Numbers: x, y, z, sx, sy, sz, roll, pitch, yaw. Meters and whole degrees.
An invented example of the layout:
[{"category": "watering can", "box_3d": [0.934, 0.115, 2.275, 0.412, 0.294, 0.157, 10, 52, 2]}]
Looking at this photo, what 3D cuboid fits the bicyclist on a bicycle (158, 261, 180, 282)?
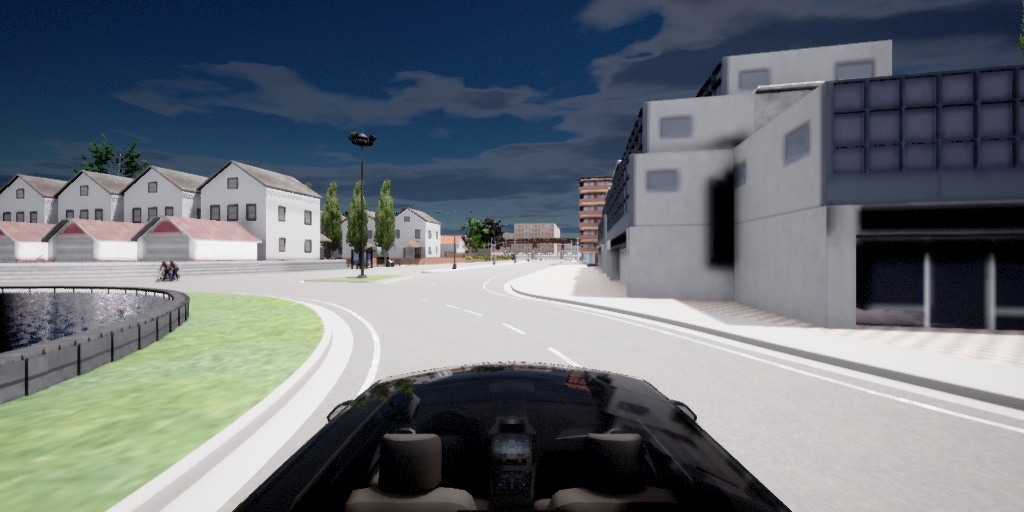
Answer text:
[{"category": "bicyclist on a bicycle", "box_3d": [-26.251, 1.202, 27.766, 0.582, 1.620, 1.656, 0, 0, -14]}]
